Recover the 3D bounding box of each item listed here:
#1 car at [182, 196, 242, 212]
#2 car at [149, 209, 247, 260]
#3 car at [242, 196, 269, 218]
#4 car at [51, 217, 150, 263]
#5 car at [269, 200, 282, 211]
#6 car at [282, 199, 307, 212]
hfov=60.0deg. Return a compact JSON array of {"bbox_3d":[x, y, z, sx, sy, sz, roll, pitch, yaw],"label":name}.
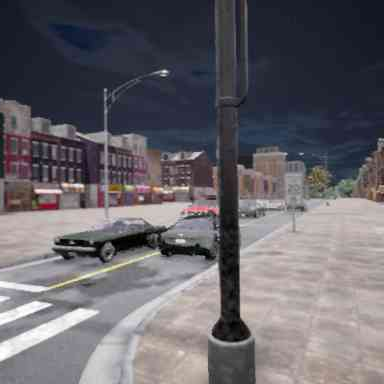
[{"bbox_3d":[1.199,1.283,21.523,2.150,2.045,5.566,-1,-1,25],"label":"car"},{"bbox_3d":[0.433,1.558,12.588,1.994,1.385,4.181,-1,-1,24],"label":"car"},{"bbox_3d":[5.317,1.416,30.609,2.097,1.767,4.553,-1,-1,25],"label":"car"},{"bbox_3d":[-2.882,1.658,12.503,1.895,1.301,4.718,-1,-1,24],"label":"car"},{"bbox_3d":[10.205,1.662,41.247,1.895,1.301,4.718,-1,-1,25],"label":"car"},{"bbox_3d":[12.391,1.493,39.207,2.128,1.511,4.902,-1,0,25],"label":"car"}]
